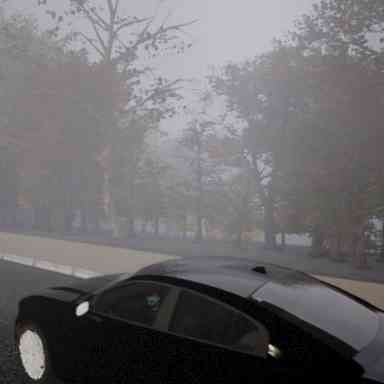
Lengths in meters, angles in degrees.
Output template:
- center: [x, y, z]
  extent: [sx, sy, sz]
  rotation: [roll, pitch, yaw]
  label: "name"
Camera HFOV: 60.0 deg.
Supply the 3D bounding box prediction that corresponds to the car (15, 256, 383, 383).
- center: [-0.022, 1.485, 3.704]
  extent: [5.008, 1.535, 1.882]
  rotation: [0, 0, 35]
  label: "car"
